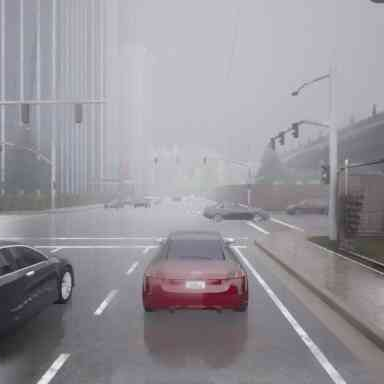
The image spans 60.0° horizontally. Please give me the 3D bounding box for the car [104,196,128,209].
[{"bbox_3d":[-10.603,1.492,45.382,2.128,1.511,4.902,0,0,0],"label":"car"}]

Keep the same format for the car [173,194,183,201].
[{"bbox_3d":[-3.521,1.386,84.722,2.128,1.511,4.902,0,0,0],"label":"car"}]

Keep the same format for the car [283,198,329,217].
[{"bbox_3d":[11.140,1.407,31.833,4.553,1.767,2.097,0,0,0],"label":"car"}]

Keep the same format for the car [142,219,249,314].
[{"bbox_3d":[0.070,1.564,7.708,1.994,1.385,4.181,0,0,0],"label":"car"}]

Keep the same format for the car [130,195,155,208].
[{"bbox_3d":[-7.100,1.547,48.008,2.033,1.411,5.357,0,0,0],"label":"car"}]

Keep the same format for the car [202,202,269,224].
[{"bbox_3d":[3.219,1.518,24.613,4.902,1.511,2.128,0,0,0],"label":"car"}]

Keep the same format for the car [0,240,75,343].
[{"bbox_3d":[-3.443,1.505,5.251,1.837,1.490,4.892,0,0,0],"label":"car"}]

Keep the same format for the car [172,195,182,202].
[{"bbox_3d":[-3.518,1.495,74.298,1.837,1.490,4.892,0,0,0],"label":"car"}]

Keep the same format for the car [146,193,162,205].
[{"bbox_3d":[-7.089,1.221,58.197,2.150,2.045,5.566,0,0,1],"label":"car"}]

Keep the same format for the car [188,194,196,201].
[{"bbox_3d":[-0.021,1.361,84.723,1.837,1.490,4.892,0,0,0],"label":"car"}]

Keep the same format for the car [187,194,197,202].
[{"bbox_3d":[-0.018,1.519,74.614,1.812,1.442,4.674,0,0,0],"label":"car"}]

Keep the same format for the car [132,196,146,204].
[{"bbox_3d":[-10.535,1.547,66.318,2.033,1.411,5.357,0,0,0],"label":"car"}]

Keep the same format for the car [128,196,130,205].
[{"bbox_3d":[-10.597,1.505,54.626,1.837,1.490,4.892,0,0,0],"label":"car"}]
